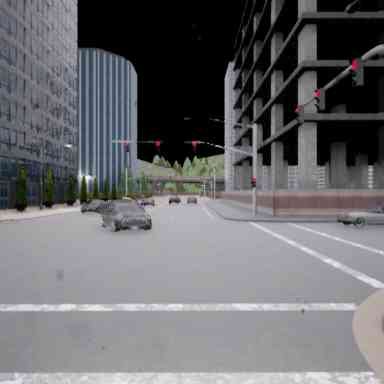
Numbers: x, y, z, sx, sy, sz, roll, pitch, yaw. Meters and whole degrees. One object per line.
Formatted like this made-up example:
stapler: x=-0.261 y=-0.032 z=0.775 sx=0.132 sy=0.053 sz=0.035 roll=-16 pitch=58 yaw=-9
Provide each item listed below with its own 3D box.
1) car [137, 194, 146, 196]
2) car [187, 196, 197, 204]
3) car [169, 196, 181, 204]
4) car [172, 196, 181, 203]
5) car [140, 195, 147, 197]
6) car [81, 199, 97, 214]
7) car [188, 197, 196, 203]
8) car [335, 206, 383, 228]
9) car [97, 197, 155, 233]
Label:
car: x=-10.483 y=1.086 z=68.814 sx=2.097 sy=1.767 sz=4.553 roll=0 pitch=0 yaw=0
car: x=0.016 y=1.601 z=64.772 sx=2.128 sy=1.511 sz=4.902 roll=0 pitch=0 yaw=0
car: x=-3.484 y=1.614 z=64.774 sx=1.837 sy=1.490 sz=4.892 roll=0 pitch=0 yaw=0
car: x=-3.482 y=1.632 z=73.848 sx=1.812 sy=1.442 sz=4.674 roll=0 pitch=0 yaw=0
car: x=-7.072 y=1.653 z=53.783 sx=1.994 sy=1.385 sz=4.181 roll=0 pitch=0 yaw=0
car: x=-10.589 y=1.566 z=36.194 sx=1.837 sy=1.490 sz=4.892 roll=0 pitch=0 yaw=0
car: x=0.018 y=1.703 z=73.877 sx=1.895 sy=1.301 sz=4.718 roll=0 pitch=0 yaw=0
car: x=11.885 y=1.581 z=21.445 sx=4.718 sy=1.301 sz=1.895 roll=0 pitch=0 yaw=0
car: x=-4.070 y=1.356 z=20.058 sx=2.097 sy=1.767 sz=4.553 roll=0 pitch=0 yaw=-26
